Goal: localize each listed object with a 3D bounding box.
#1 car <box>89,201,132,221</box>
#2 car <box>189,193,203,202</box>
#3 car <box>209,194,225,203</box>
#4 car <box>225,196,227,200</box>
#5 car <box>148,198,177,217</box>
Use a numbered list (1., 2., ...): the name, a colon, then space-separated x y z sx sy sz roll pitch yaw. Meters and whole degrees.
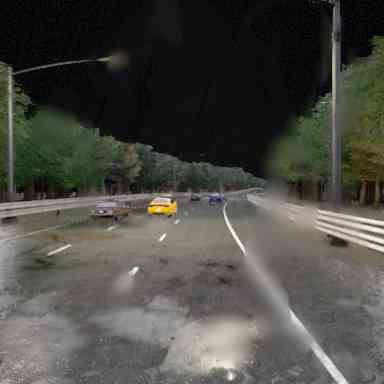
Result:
1. car: -6.041 1.360 25.202 2.033 1.411 5.357 0 1 4
2. car: 0.732 1.006 57.483 1.837 1.490 4.892 0 -1 8
3. car: 3.842 0.982 53.450 1.882 1.535 5.008 0 -1 8
4. car: 5.949 1.007 67.887 1.994 1.385 4.181 0 0 10
5. car: -2.419 1.261 28.407 1.882 1.535 5.008 0 1 5
